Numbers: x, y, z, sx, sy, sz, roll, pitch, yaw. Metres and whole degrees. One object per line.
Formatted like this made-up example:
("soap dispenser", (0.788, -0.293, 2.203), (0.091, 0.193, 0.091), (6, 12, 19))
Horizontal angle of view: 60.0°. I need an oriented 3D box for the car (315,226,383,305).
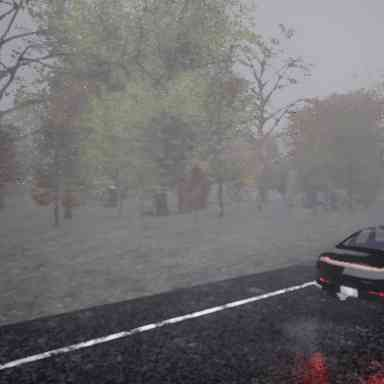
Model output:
("car", (4.642, 1.467, 7.060), (4.902, 1.511, 2.128), (0, 0, -35))
